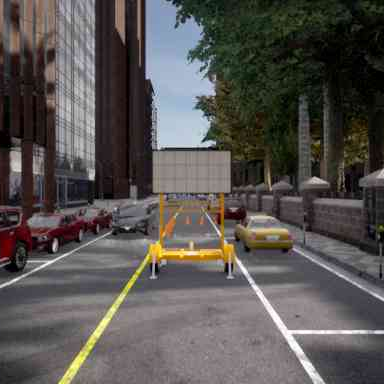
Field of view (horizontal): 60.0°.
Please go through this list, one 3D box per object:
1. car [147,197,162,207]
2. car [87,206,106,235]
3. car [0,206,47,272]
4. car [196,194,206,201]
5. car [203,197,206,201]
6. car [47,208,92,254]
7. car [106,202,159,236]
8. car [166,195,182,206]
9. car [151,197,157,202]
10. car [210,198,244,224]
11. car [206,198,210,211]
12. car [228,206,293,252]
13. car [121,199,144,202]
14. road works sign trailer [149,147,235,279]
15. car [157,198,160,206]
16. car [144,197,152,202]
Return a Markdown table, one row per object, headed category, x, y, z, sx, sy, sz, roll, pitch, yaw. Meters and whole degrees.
| category | x | y | z | sx | sy | sz | roll | pitch | yaw |
| --- | --- | --- | --- | --- | --- | --- | --- | --- | --- |
| car | -5.802 | 1.542 | 51.514 | 1.752 | 1.417 | 4.829 | 0 | 0 | 0 |
| car | -5.776 | 1.546 | 18.942 | 1.887 | 1.381 | 4.507 | 0 | 0 | 0 |
| car | -5.767 | 1.315 | 8.027 | 2.192 | 1.841 | 5.009 | 0 | 0 | 0 |
| car | 2.698 | 1.481 | 83.661 | 1.967 | 1.590 | 4.097 | 0 | 0 | 0 |
| car | 2.732 | 1.577 | 40.778 | 1.947 | 1.339 | 4.313 | 0 | 0 | 0 |
| car | -5.772 | 1.545 | 13.484 | 1.887 | 1.381 | 4.507 | 0 | 0 | 0 |
| car | -3.114 | 1.506 | 18.426 | 1.837 | 1.490 | 4.892 | 0 | 0 | 0 |
| car | -3.041 | 1.583 | 55.038 | 2.033 | 1.411 | 5.357 | 0 | 0 | 0 |
| car | -5.793 | 1.556 | 40.770 | 1.887 | 1.381 | 4.507 | 0 | 0 | 0 |
| car | 2.745 | 1.319 | 24.409 | 2.192 | 1.841 | 5.009 | 0 | 0 | 0 |
| car | 2.736 | 1.534 | 35.492 | 1.752 | 1.417 | 4.829 | 0 | 0 | 0 |
| car | 2.753 | 1.526 | 13.665 | 1.752 | 1.417 | 4.829 | 0 | 0 | 0 |
| car | -5.785 | 1.446 | 29.856 | 1.967 | 1.590 | 4.097 | 0 | 0 | 0 |
| road works sign trailer | -0.006 | 0.464 | 10.040 | 2.380 | 3.560 | 2.880 | 0 | 0 | 0 |
| car | -5.798 | 1.454 | 46.227 | 1.967 | 1.590 | 4.097 | 0 | 0 | 0 |
| car | -5.789 | 1.559 | 35.313 | 2.008 | 1.369 | 4.403 | 0 | 0 | 0 |
